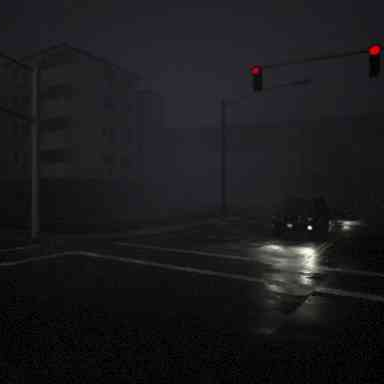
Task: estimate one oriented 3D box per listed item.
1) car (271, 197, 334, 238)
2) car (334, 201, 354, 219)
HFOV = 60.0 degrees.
[{"bbox_3d":[6.236,1.305,18.681,2.150,2.045,5.566,0,0,32],"label":"car"},{"bbox_3d":[13.600,1.600,30.573,1.882,1.535,5.008,0,0,32],"label":"car"}]
